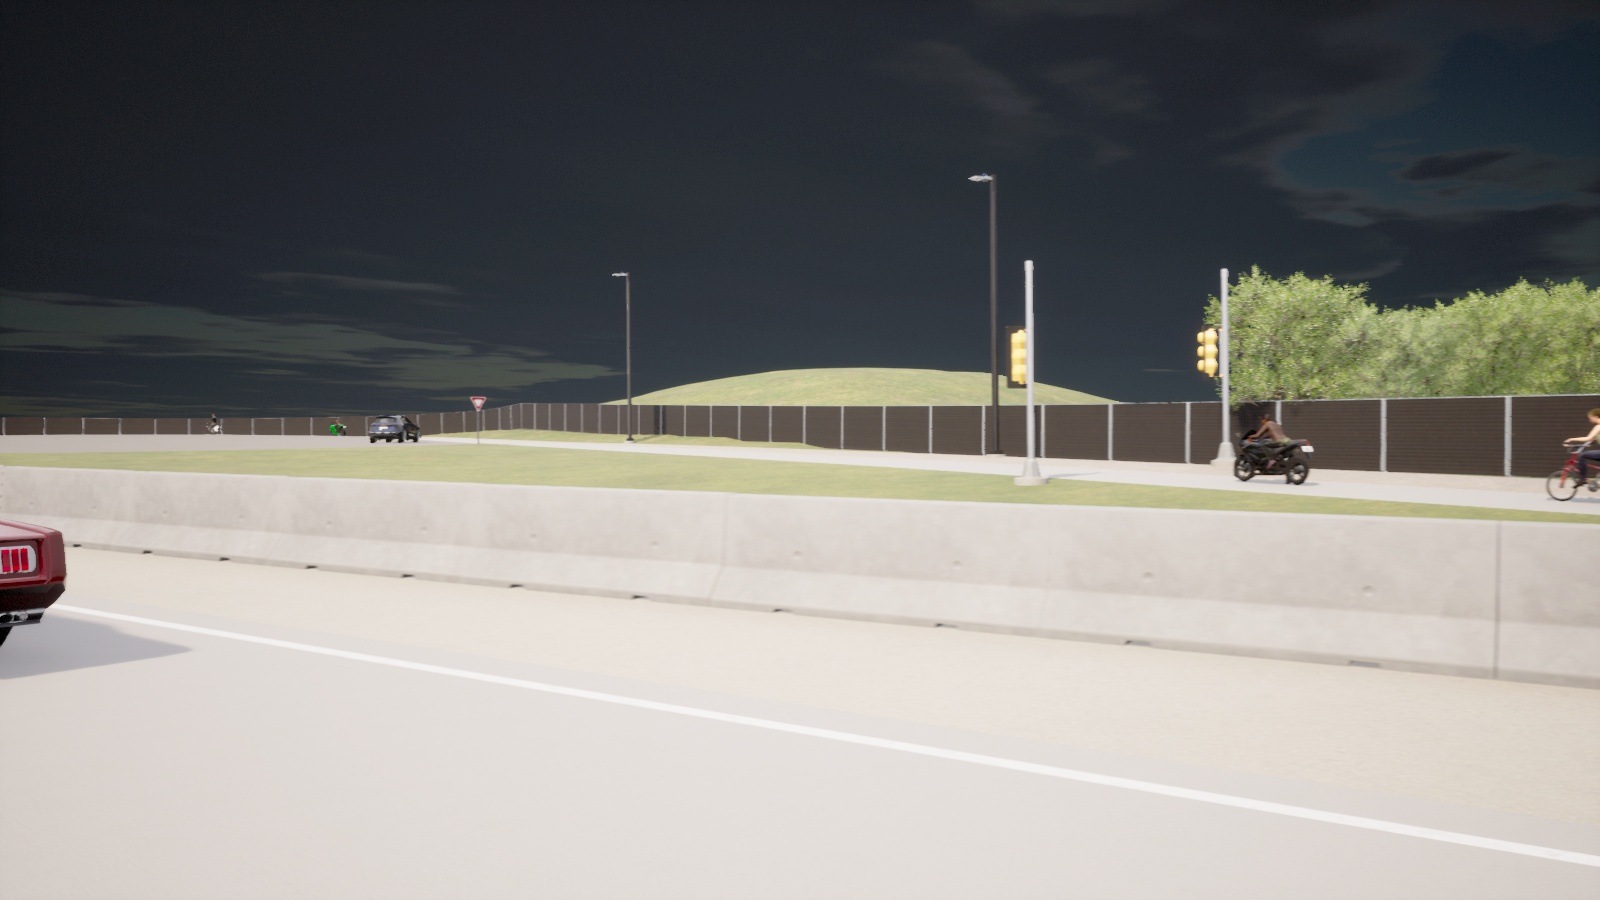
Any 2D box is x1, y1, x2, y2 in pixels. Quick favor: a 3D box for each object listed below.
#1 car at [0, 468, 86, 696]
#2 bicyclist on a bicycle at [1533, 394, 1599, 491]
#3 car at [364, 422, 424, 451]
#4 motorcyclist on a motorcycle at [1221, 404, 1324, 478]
[{"bbox_3d":[-6.861,0.783,8.185,4.718,1.301,1.895,0,1,34],"label":"car"},{"bbox_3d":[13.421,-0.142,21.270,0.866,1.612,1.509,-2,2,-29],"label":"bicyclist on a bicycle"},{"bbox_3d":[-23.629,-0.810,73.333,2.033,1.649,4.856,-1,1,-2],"label":"car"},{"bbox_3d":[10.151,-0.210,27.058,0.797,1.523,2.044,-2,2,-29],"label":"motorcyclist on a motorcycle"}]
